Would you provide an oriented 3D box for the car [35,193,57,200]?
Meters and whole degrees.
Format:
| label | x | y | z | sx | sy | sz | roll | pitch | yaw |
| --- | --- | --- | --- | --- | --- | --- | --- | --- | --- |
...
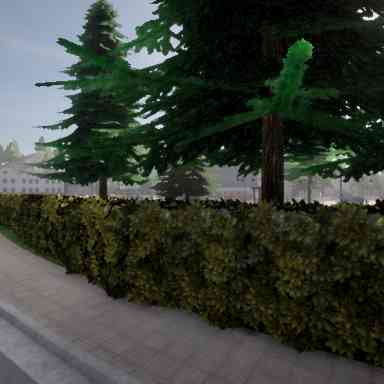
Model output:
| label | x | y | z | sx | sy | sz | roll | pitch | yaw |
| --- | --- | --- | --- | --- | --- | --- | --- | --- | --- |
| car | -36.346 | 1.097 | 82.672 | 4.605 | 1.855 | 1.932 | 0 | 0 | -36 |

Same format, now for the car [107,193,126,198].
| label | x | y | z | sx | sy | sz | roll | pitch | yaw |
| --- | --- | --- | --- | --- | --- | --- | --- | --- | --- |
| car | -20.394 | 1.153 | 90.259 | 5.027 | 1.636 | 2.152 | 0 | 0 | -36 |

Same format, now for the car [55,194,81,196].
| label | x | y | z | sx | sy | sz | roll | pitch | yaw |
| --- | --- | --- | --- | --- | --- | --- | --- | --- | --- |
| car | -23.868 | 1.320 | 63.995 | 3.633 | 1.501 | 1.845 | 0 | 0 | -36 |

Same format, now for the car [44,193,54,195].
| label | x | y | z | sx | sy | sz | roll | pitch | yaw |
| --- | --- | --- | --- | --- | --- | --- | --- | --- | --- |
| car | -29.661 | 1.298 | 72.138 | 4.514 | 1.523 | 2.007 | 0 | 0 | -36 |

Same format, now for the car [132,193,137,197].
| label | x | y | z | sx | sy | sz | roll | pitch | yaw |
| --- | --- | --- | --- | --- | --- | --- | --- | --- | --- |
| car | -10.904 | 1.097 | 77.745 | 4.605 | 1.855 | 1.932 | 0 | 0 | -36 |

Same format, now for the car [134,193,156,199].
| label | x | y | z | sx | sy | sz | roll | pitch | yaw |
| --- | --- | --- | --- | --- | --- | --- | --- | --- | --- |
| car | -7.945 | 1.384 | 60.661 | 3.806 | 1.475 | 1.970 | 0 | 0 | -36 |

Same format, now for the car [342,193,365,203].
| label | x | y | z | sx | sy | sz | roll | pitch | yaw |
| --- | --- | --- | --- | --- | --- | --- | --- | --- | --- |
| car | 30.849 | 1.225 | 63.665 | 5.566 | 2.045 | 2.150 | 0 | 0 | -36 |
